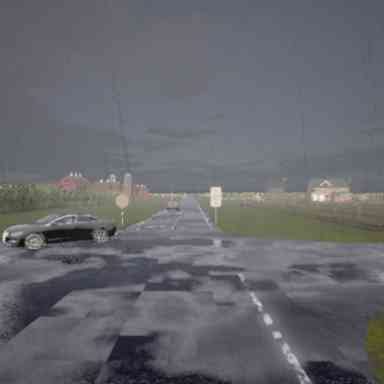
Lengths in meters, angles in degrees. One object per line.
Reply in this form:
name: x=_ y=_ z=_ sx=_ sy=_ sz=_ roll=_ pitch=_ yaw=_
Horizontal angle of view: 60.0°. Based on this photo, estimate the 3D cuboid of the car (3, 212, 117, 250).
car: x=-5.877 y=1.682 z=15.338 sx=4.902 sy=1.511 sz=2.128 roll=1 pitch=1 yaw=-39

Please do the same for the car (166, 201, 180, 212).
car: x=-2.744 y=2.058 z=48.085 sx=1.882 sy=1.535 sz=5.008 roll=0 pitch=0 yaw=0
